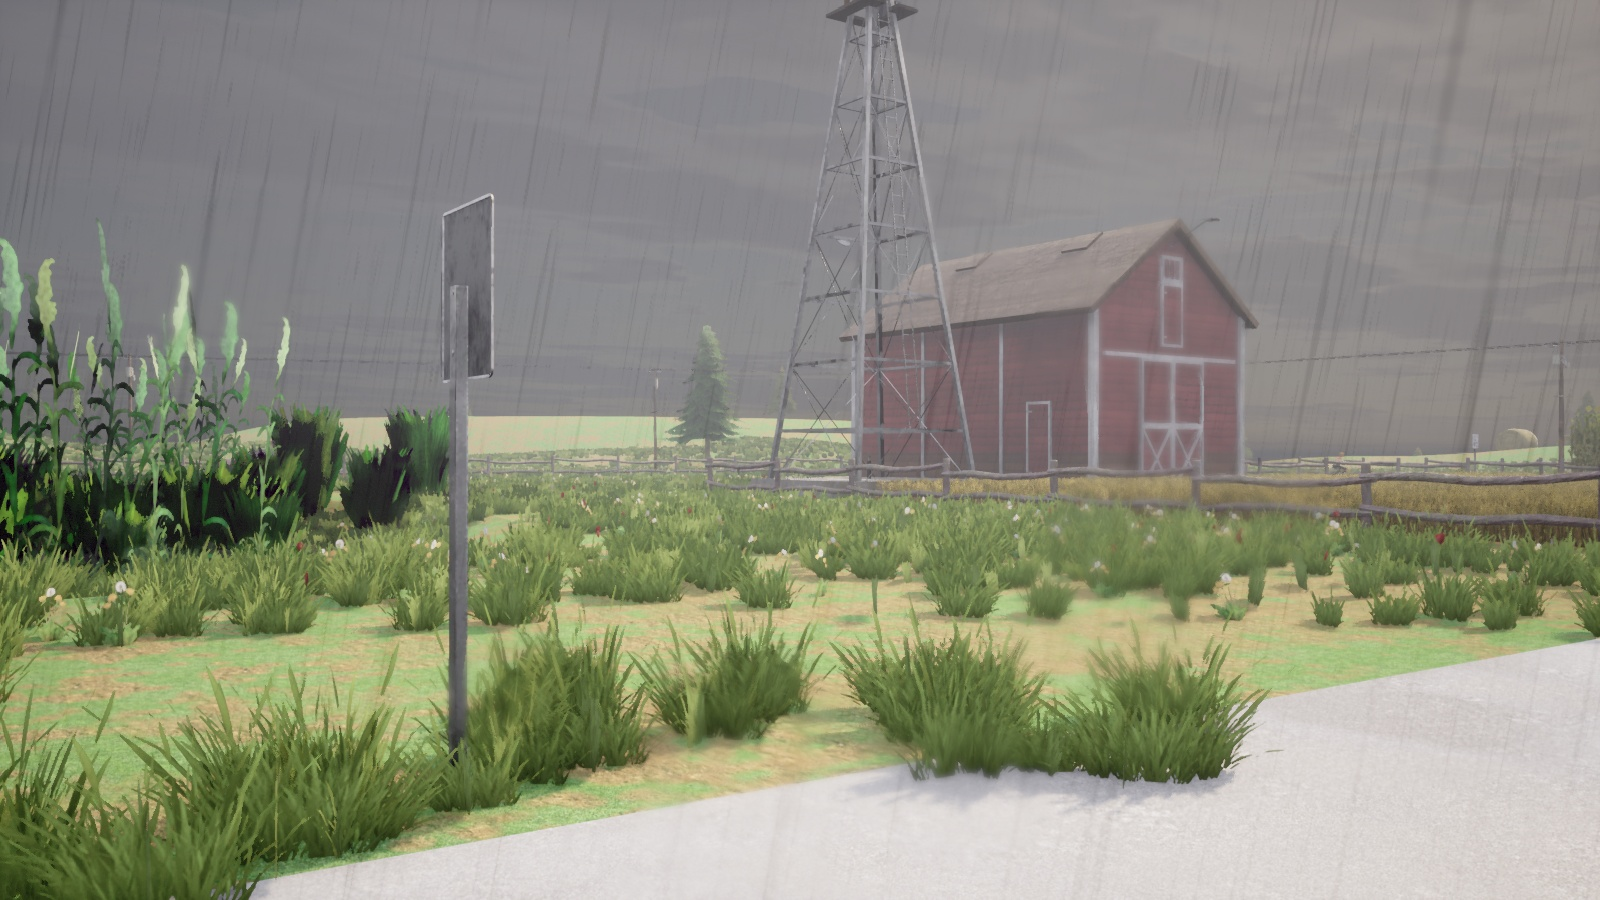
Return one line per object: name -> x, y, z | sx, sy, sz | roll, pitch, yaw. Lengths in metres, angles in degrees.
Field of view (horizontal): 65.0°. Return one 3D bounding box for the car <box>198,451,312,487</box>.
car -> -26.246, 0.878, 60.458 | 4.856, 1.649, 2.033 | 0, 0, -29
